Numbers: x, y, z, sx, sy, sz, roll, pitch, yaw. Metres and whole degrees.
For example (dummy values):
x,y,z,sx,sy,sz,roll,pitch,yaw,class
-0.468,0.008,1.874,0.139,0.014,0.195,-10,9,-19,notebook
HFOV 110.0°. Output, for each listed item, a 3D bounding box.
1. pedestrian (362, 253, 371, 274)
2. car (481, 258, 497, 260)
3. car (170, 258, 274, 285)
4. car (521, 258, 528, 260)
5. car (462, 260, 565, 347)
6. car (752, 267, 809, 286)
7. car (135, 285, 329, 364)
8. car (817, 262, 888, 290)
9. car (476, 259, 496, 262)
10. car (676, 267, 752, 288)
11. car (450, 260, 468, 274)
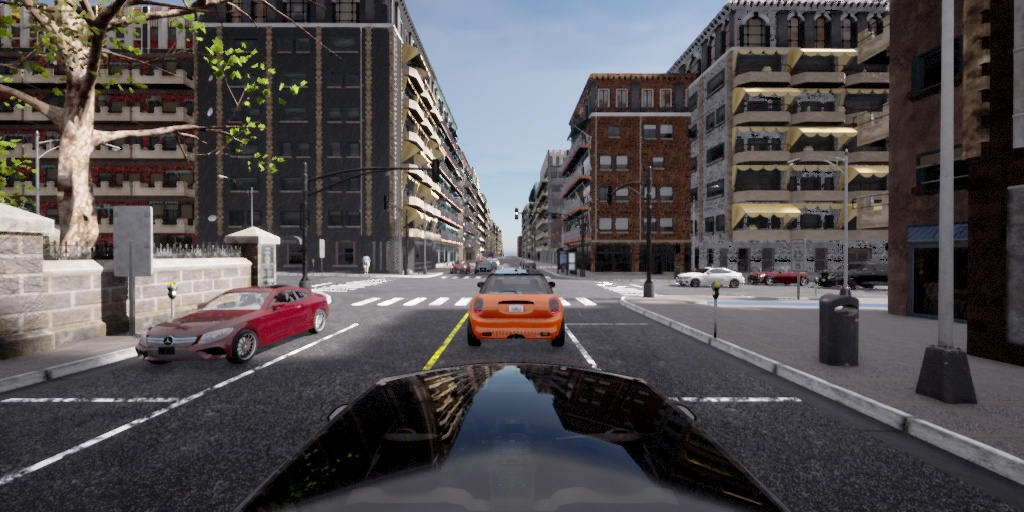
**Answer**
x,y,z,sx,sy,sz,roll,pitch,yaw,class
-12.765,0.648,31.400,0.375,1.860,0.375,0,-1,-1,pedestrian
-3.173,1.306,51.068,1.994,1.385,4.181,0,0,0,car
-18.117,0.938,22.591,5.008,1.535,1.882,1,0,-1,car
2.602,1.293,51.706,2.007,1.370,4.403,0,0,0,car
0.113,1.100,9.521,2.097,1.767,4.553,0,0,1,car
21.332,1.567,28.904,4.097,1.591,1.967,0,0,-1,car
-5.700,1.331,8.009,1.802,1.307,4.207,0,0,0,car
25.647,1.434,26.399,5.566,2.045,2.150,0,0,-1,car
-3.162,1.307,41.018,1.994,1.385,4.181,0,0,0,car
14.472,1.546,26.249,4.674,1.442,1.812,1,0,-2,car
-5.758,1.183,40.420,1.967,1.591,4.097,0,0,0,car
